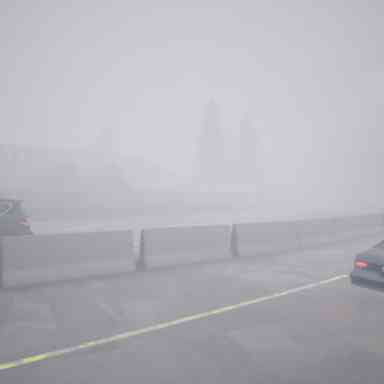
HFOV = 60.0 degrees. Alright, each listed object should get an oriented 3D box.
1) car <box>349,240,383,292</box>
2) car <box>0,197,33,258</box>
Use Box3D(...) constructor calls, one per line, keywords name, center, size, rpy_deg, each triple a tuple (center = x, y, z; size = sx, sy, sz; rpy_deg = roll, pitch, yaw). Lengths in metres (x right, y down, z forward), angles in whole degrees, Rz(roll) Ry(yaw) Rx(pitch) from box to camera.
Box3D(name="car", center=(5.948, 1.653, 8.273), size=(5.357, 1.411, 2.033), rpy_deg=(1, 0, -39))
Box3D(name="car", center=(-8.337, 1.190, 11.016), size=(5.566, 2.045, 2.150), rpy_deg=(1, 0, -35))
